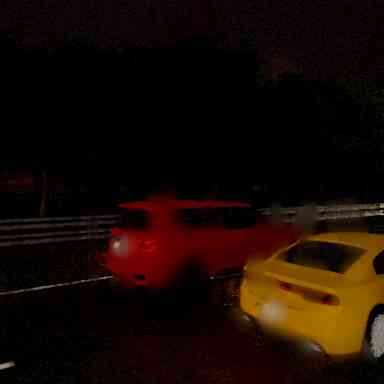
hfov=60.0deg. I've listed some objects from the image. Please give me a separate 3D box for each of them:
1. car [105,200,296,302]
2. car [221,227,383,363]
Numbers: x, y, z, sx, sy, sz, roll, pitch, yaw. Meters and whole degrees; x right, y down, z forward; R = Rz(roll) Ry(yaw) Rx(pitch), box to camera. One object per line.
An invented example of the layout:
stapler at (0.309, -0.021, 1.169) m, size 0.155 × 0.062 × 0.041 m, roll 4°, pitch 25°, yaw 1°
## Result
car at (0.621, 1.223, 8.507) m, size 5.566 × 2.045 × 2.150 m, roll 0°, pitch 0°, yaw -36°
car at (3.089, 1.478, 5.972) m, size 5.008 × 1.535 × 1.882 m, roll 0°, pitch 0°, yaw -36°
